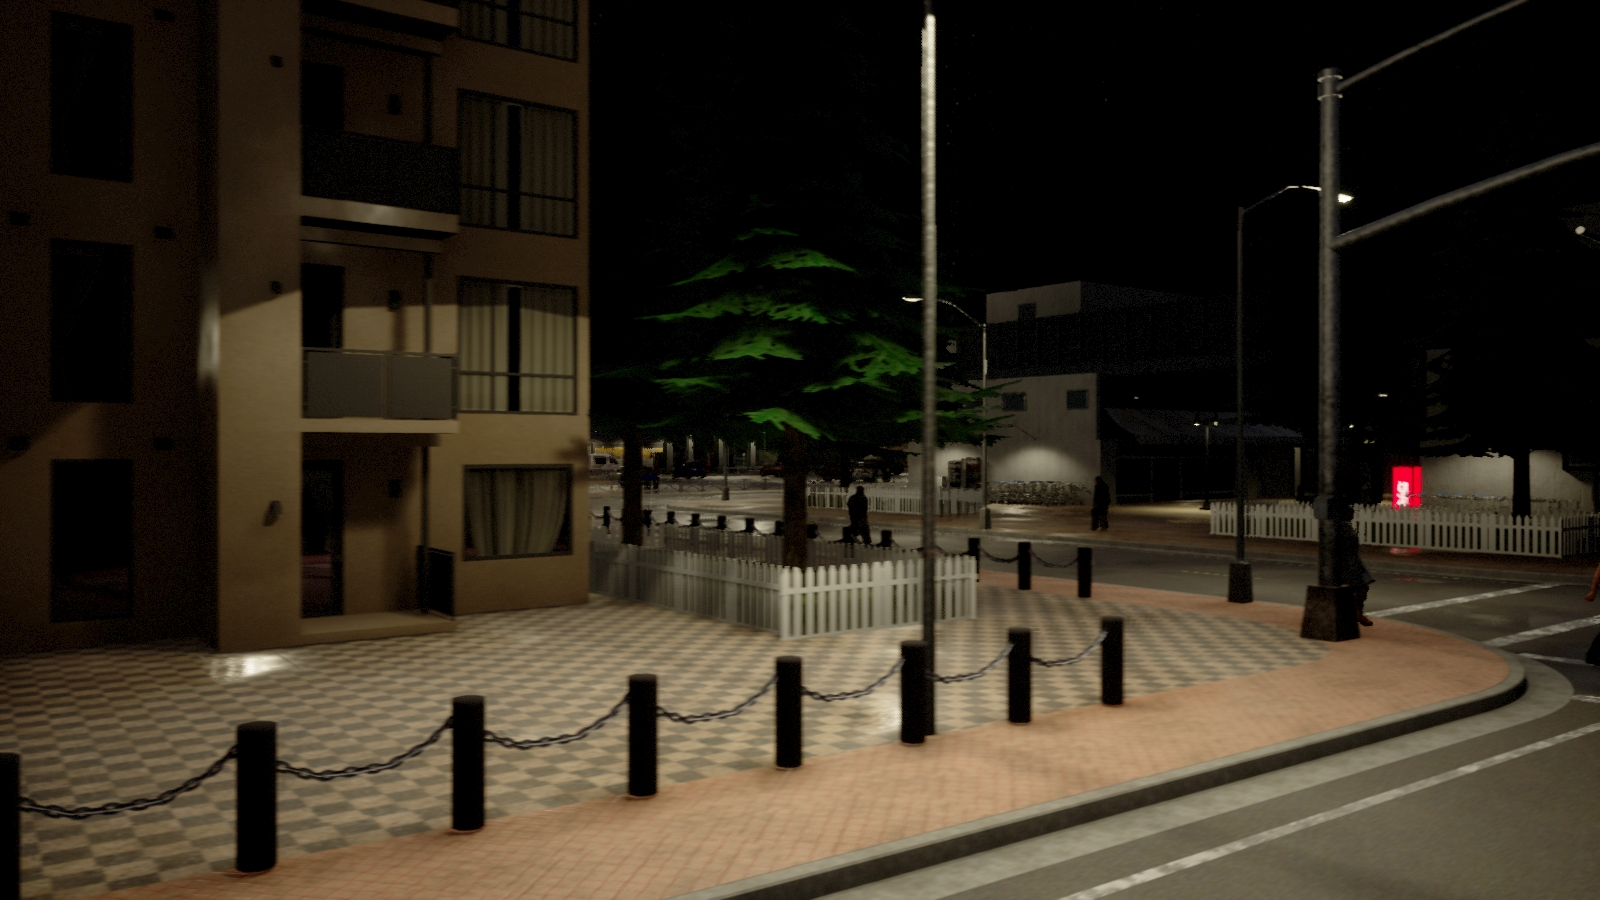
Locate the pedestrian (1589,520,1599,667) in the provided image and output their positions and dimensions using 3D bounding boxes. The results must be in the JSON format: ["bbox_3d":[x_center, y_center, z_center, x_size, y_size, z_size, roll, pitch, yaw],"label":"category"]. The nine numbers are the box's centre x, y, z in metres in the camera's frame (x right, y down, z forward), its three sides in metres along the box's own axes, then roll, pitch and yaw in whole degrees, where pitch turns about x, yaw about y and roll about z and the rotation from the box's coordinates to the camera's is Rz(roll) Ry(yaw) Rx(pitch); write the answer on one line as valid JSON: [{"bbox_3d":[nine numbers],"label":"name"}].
[{"bbox_3d":[10.367,1.835,14.559,0.375,1.860,0.375,0,0,-26],"label":"pedestrian"}]

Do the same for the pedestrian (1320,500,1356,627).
[{"bbox_3d":[8.085,1.691,17.172,0.375,1.860,0.375,0,0,-40],"label":"pedestrian"}]

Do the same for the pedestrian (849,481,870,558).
[{"bbox_3d":[1.450,1.691,27.912,0.375,1.860,0.375,0,0,-33],"label":"pedestrian"}]

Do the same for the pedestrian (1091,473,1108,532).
[{"bbox_3d":[9.673,1.693,36.958,0.375,1.860,0.375,0,0,-32],"label":"pedestrian"}]
